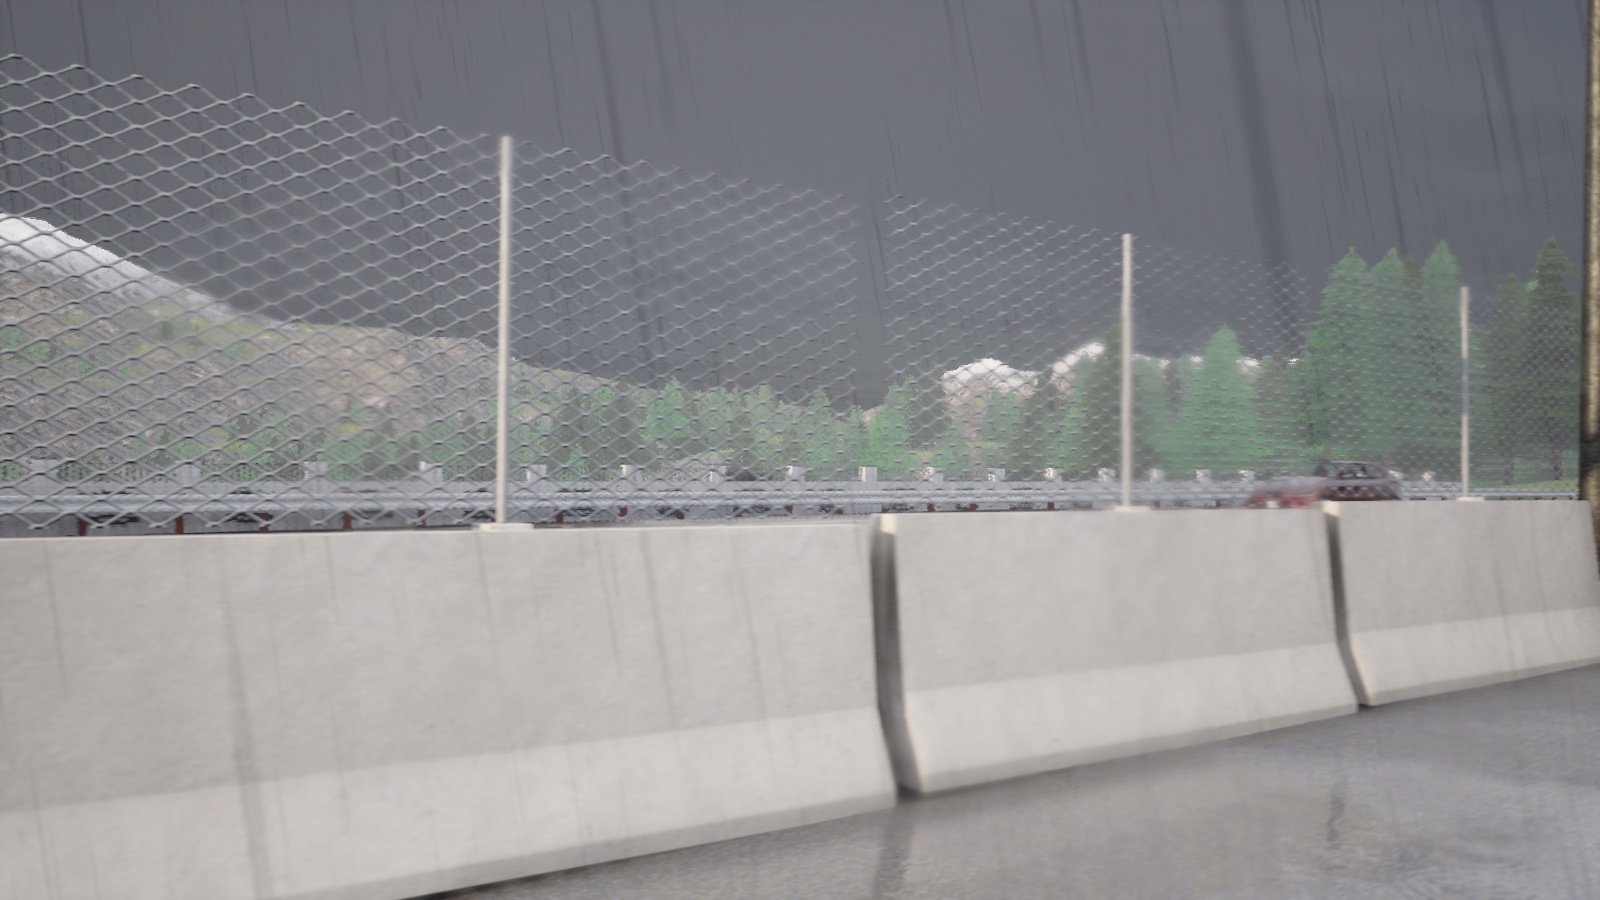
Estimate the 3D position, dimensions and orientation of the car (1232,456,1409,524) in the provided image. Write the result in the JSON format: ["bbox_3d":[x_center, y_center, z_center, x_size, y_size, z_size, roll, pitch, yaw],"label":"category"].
[{"bbox_3d":[12.121,0.896,29.152,4.193,1.474,1.816,1,-1,-35],"label":"car"}]
